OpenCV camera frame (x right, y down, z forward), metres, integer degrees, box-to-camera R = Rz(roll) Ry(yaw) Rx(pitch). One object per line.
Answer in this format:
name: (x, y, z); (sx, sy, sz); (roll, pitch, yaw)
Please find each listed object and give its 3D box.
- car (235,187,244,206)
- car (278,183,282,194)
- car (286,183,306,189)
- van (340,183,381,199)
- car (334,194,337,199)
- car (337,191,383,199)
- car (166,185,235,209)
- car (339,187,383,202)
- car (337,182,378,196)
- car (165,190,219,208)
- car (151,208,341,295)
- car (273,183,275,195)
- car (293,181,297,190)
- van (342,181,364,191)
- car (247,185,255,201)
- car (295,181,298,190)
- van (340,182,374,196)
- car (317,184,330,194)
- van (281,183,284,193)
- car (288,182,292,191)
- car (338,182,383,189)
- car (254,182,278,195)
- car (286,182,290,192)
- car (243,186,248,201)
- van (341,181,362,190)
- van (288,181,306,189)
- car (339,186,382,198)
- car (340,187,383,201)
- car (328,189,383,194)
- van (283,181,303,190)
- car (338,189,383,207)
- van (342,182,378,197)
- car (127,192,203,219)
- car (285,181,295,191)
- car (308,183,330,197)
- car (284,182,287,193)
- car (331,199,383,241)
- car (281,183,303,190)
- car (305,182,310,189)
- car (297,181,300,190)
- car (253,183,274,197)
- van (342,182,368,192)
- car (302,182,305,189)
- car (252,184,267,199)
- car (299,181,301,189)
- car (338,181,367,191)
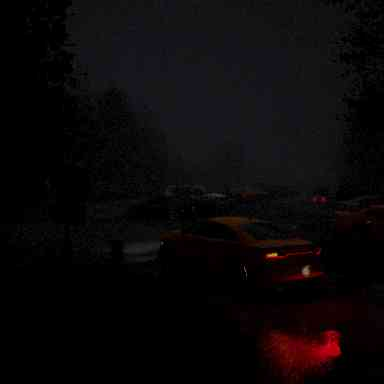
car: (1.549, 0.634, 29.642); (5.366, 1.575, 1.946); (1, 3, 24)
car: (10.516, -0.209, 49.931); (4.792, 1.488, 2.163); (1, 2, 24)
car: (27.594, -1.566, 87.859); (4.792, 1.488, 2.163); (1, 2, 24)
van: (21.148, -0.162, 42.016); (4.442, 1.987, 1.878); (1, 2, 24)
car: (11.000, 1.103, 19.304); (4.792, 1.488, 2.163); (1, 3, 24)
car: (9.970, 1.060, 16.862); (4.553, 1.767, 2.185); (1, 3, 24)
car: (0.266, 0.500, 27.166); (5.566, 2.045, 2.435); (1, 3, 24)
car: (19.061, 0.293, 37.057); (4.792, 1.488, 2.163); (1, 3, 24)
car: (25.775, -0.558, 52.094); (5.566, 2.045, 2.435); (1, 2, 24)
car: (-0.893, 0.867, 24.658); (5.008, 1.535, 2.097); (1, 3, 24)
car: (0.921, 1.371, 8.558); (1.882, 1.535, 5.008); (2, -1, -31)
car: (8.205, -0.044, 44.885); (4.892, 1.521, 2.231); (1, 3, 24)
car: (17.331, -0.792, 65.120); (4.892, 1.521, 2.231); (1, 2, 24)
van: (36.189, -1.365, 74.871); (4.442, 1.987, 1.878); (1, 2, 24)
car: (3.490, 0.395, 34.852); (5.366, 1.575, 1.946); (1, 3, 24)
car: (18.459, -0.885, 67.655); (4.892, 1.521, 2.231); (1, 2, 24)
van: (24.557, -0.442, 49.607); (4.442, 1.987, 1.878); (1, 2, 24)
car: (22.507, -0.485, 56.807); (1.882, 1.535, 5.008); (1, 2, 24)
van: (11.736, -0.555, 52.417); (4.442, 1.987, 1.878); (1, 2, 24)
car: (15.020, -0.580, 60.076); (4.792, 1.488, 2.163); (1, 2, 24)
car: (15.599, 0.358, 29.361); (5.566, 2.045, 2.435); (1, 3, 24)
car: (9.380, -0.269, 47.398); (4.553, 1.767, 2.185); (1, 2, 24)
car: (13.881, -0.487, 57.546); (4.792, 1.488, 2.163); (1, 2, 24)
car: (2.525, 0.518, 32.245); (4.892, 1.521, 2.231); (1, 3, 24)
van: (38.253, -1.554, 80.023); (4.442, 1.987, 1.878); (1, 2, 24)
van: (28.604, -1.871, 90.450); (4.442, 1.987, 1.878); (1, 1, 24)
car: (22.395, -0.030, 44.517); (5.008, 1.535, 2.097); (1, 2, 24)
car: (20.144, 0.193, 39.462); (4.792, 1.488, 2.163); (1, 2, 24)
car: (13.131, 0.835, 24.413); (5.366, 1.575, 1.946); (1, 3, 24)
van: (25.193, -1.668, 82.872); (4.442, 1.987, 1.878); (1, 2, 24)
car: (16.684, 0.521, 31.919); (4.792, 1.488, 2.163); (1, 3, 24)
van: (23.633, -0.346, 46.987); (4.442, 1.987, 1.878); (1, 2, 24)
car: (-2.064, 1.012, 22.144); (4.792, 1.488, 2.163); (1, 3, 24)
car: (16.017, -0.707, 62.669); (5.366, 1.575, 1.946); (1, 2, 24)
car: (18.281, -0.128, 47.424); (2.128, 1.511, 4.902); (1, 2, 24)
car: (12.742, -0.395, 55.016); (4.792, 1.488, 2.163); (1, 2, 24)
car: (8.799, 1.301, 14.358); (5.008, 1.535, 2.097); (1, 3, 24)
car: (24.163, -1.308, 80.303); (4.674, 1.452, 2.002); (1, 2, 24)
car: (26.465, -1.784, 85.342); (5.566, 2.045, 2.435); (1, 2, 24)
car: (19.434, -0.985, 70.258); (5.366, 1.575, 1.946); (1, 2, 24)
car: (7.244, 0.059, 42.285); (5.366, 1.575, 1.946); (1, 3, 24)
van: (31.642, -0.996, 64.773); (4.442, 1.987, 1.878); (1, 2, 24)
car: (23.016, -1.256, 77.775); (5.008, 1.535, 2.097); (1, 2, 24)
car: (5.818, 0.159, 40.020); (5.366, 1.575, 1.946); (1, 3, 24)
car: (20.714, -1.197, 72.721); (4.553, 1.767, 2.185); (1, 2, 24)
car: (34.920, -1.301, 72.405); (5.566, 2.045, 2.435); (1, 2, 24)
